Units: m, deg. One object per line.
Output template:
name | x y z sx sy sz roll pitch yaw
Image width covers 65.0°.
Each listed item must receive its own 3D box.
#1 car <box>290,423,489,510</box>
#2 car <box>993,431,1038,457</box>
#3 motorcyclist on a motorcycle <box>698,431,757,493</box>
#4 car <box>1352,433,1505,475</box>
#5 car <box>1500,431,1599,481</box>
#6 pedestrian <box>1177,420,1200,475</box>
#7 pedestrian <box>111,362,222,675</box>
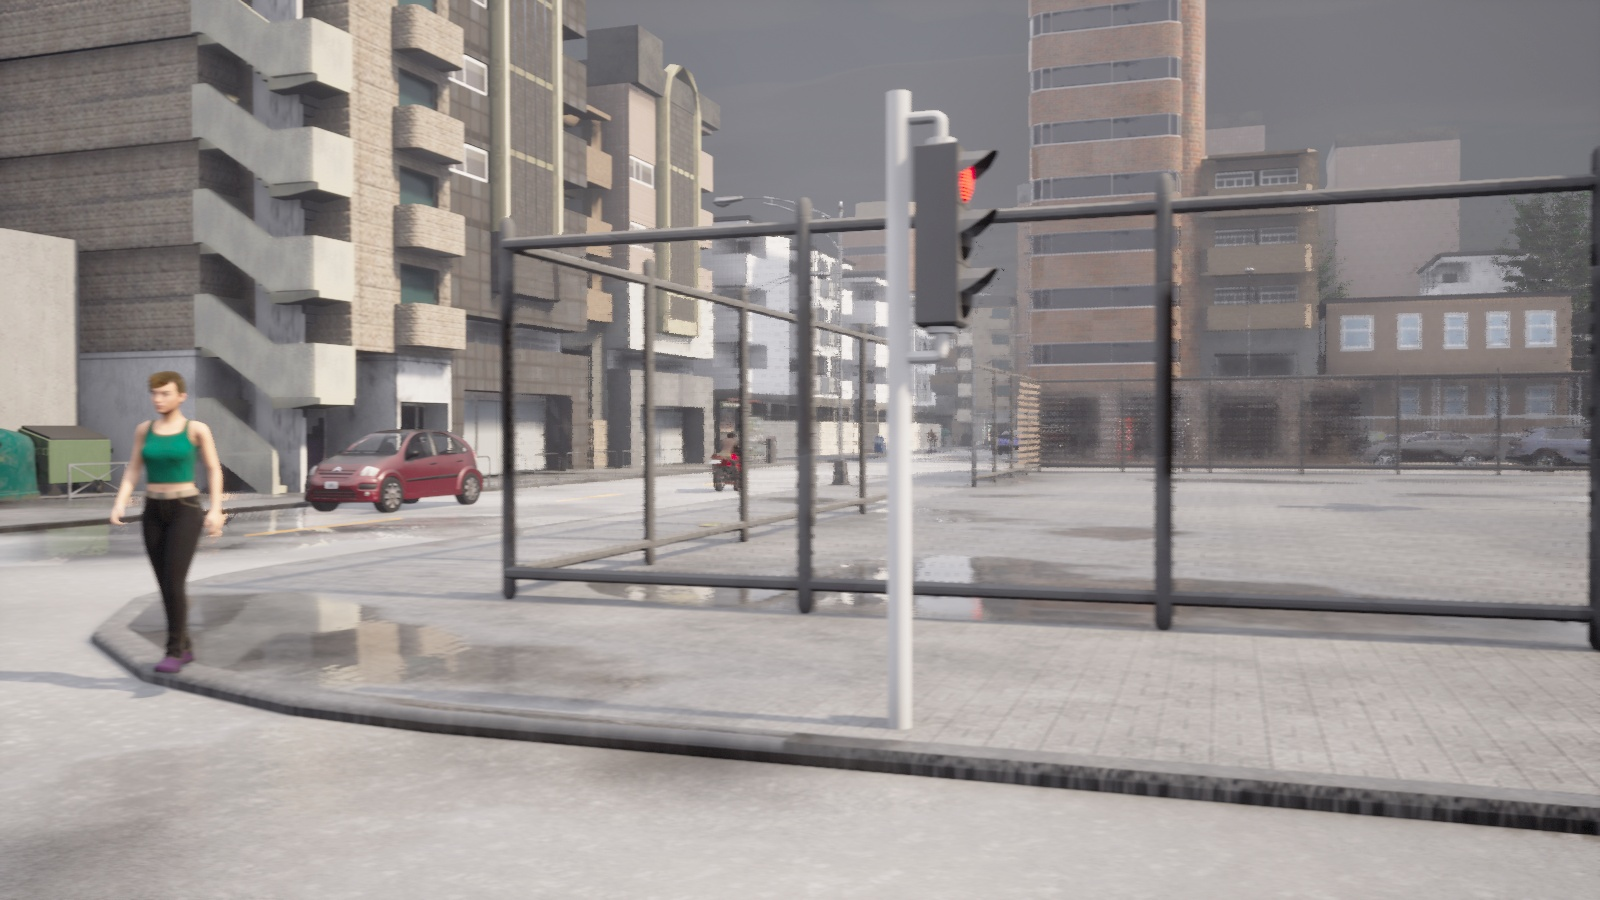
car | -8.250 0.275 25.617 1.851 1.617 3.988 1 1 19
car | 13.162 -0.407 76.364 2.007 1.525 4.514 1 1 19
motorcyclist on a motorcycle | -1.825 0.281 32.115 0.797 1.523 2.044 1 1 19
car | 23.798 0.110 47.743 4.902 1.511 2.128 1 1 18
car | 26.657 0.180 42.549 4.856 1.649 2.033 1 1 20
pedestrian | 13.192 -0.099 42.644 0.703 1.840 0.431 0 1 11
pedestrian | -3.850 0.396 7.659 0.345 1.836 0.594 0 1 4
